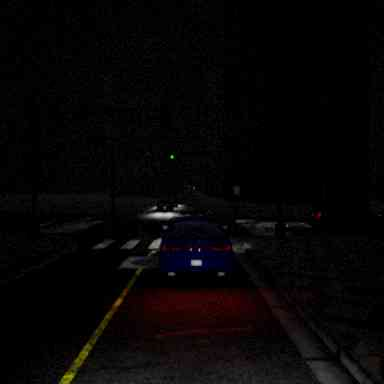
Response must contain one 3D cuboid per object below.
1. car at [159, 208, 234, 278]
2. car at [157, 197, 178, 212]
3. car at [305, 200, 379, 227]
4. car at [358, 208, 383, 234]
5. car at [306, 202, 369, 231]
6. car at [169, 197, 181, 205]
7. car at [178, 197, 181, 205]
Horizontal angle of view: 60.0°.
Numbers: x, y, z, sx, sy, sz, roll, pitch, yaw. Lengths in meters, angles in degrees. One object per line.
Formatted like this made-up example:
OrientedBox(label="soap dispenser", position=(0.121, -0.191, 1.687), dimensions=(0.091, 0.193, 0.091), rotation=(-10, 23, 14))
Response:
OrientedBox(label="car", position=(0.103, 1.472, 10.131), dimensions=(1.882, 1.535, 5.008), rotation=(0, 0, 0))
OrientedBox(label="car", position=(-3.093, 1.471, 39.160), dimensions=(2.128, 1.511, 4.902), rotation=(0, 0, -2))
OrientedBox(label="car", position=(10.961, 1.527, 24.557), dimensions=(4.553, 1.767, 2.097), rotation=(1, 0, 0))
OrientedBox(label="car", position=(12.142, 1.765, 18.708), dimensions=(4.313, 1.339, 1.947), rotation=(1, -1, 0))
OrientedBox(label="car", position=(9.899, 1.515, 21.494), dimensions=(4.553, 1.767, 2.097), rotation=(1, 0, -2))
OrientedBox(label="car", position=(-2.989, 1.570, 59.612), dimensions=(1.895, 1.301, 4.718), rotation=(0, 0, 0))
OrientedBox(label="car", position=(-3.068, 1.479, 49.398), dimensions=(1.837, 1.490, 4.892), rotation=(0, 0, 0))
